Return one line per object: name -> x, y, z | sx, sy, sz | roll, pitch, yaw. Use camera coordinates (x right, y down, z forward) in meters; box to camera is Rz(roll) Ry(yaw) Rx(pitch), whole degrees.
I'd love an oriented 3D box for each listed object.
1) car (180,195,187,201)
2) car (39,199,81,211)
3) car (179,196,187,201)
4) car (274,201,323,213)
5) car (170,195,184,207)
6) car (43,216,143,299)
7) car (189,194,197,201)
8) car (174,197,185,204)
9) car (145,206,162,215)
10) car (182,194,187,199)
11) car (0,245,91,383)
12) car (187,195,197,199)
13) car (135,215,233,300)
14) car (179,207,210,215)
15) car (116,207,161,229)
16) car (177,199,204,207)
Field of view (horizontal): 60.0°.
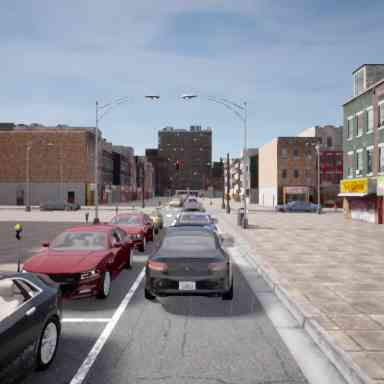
car -> -2.457, 1.676, 94.978 | 1.967, 1.590, 4.097 | 0, 0, 0
car -> -14.469, 1.506, 36.581 | 4.181, 1.385, 1.994 | 0, 0, 0
car -> -2.467, 1.760, 89.534 | 1.887, 1.381, 4.507 | 0, 0, 0
car -> 12.651, 1.758, 39.619 | 5.357, 1.411, 2.033 | 1, 0, 0
car -> -2.539, 1.608, 51.256 | 1.752, 1.417, 4.829 | 0, 0, 0
car -> -2.618, 1.548, 8.480 | 1.887, 1.381, 4.507 | 0, 0, 0
car -> 0.172, 1.580, 91.886 | 2.097, 1.767, 4.553 | 0, 0, 0
car -> -2.508, 1.684, 67.758 | 2.008, 1.369, 4.403 | 0, 0, 0
car -> -2.598, 1.541, 19.298 | 1.752, 1.417, 4.829 | 0, 0, 0
car -> -2.527, 1.413, 56.870 | 2.192, 1.841, 5.009 | 0, 0, 0
car -> -2.628, 1.552, 2.986 | 2.008, 1.369, 4.403 | 0, 0, 0
car -> 0.147, 1.766, 77.972 | 1.895, 1.301, 4.718 | 0, 0, 0
car -> -0.040, 1.530, 8.313 | 1.812, 1.442, 4.674 | 0, 0, 1
car -> 0.123, 1.612, 15.710 | 1.895, 1.301, 4.718 | 0, 0, 0
car -> -2.608, 1.553, 13.975 | 1.887, 1.381, 4.507 | 0, 0, 0
car -> 0.160, 1.531, 26.011 | 1.837, 1.490, 4.892 | 0, 0, 2
